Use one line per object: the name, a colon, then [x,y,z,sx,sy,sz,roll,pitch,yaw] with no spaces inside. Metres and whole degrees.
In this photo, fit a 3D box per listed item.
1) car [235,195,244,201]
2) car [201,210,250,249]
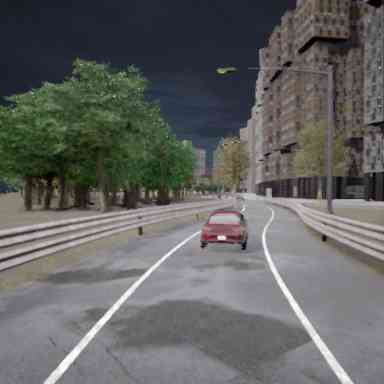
car: [11.324,1.495,80.740,2.033,1.411,5.357,0,0,-4]
car: [1.515,1.532,14.576,1.812,1.442,4.674,0,0,10]
